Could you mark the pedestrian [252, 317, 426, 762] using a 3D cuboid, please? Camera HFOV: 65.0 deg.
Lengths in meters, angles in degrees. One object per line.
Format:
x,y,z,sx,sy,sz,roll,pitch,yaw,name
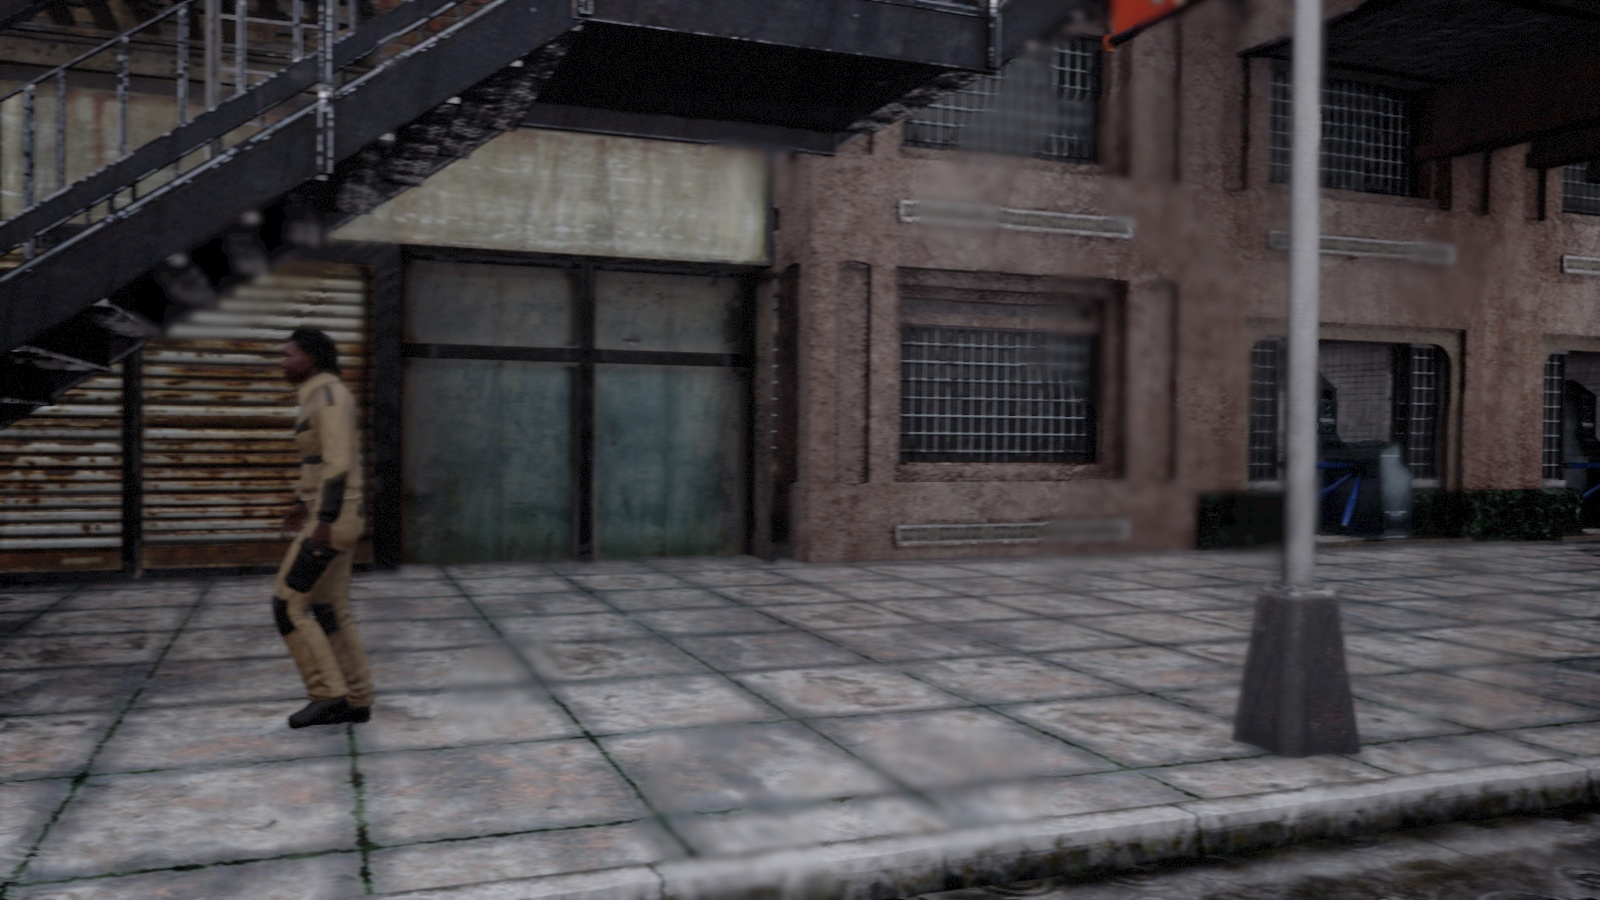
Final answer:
-2.103,0.384,5.747,0.692,1.930,0.396,-1,1,-21,pedestrian
